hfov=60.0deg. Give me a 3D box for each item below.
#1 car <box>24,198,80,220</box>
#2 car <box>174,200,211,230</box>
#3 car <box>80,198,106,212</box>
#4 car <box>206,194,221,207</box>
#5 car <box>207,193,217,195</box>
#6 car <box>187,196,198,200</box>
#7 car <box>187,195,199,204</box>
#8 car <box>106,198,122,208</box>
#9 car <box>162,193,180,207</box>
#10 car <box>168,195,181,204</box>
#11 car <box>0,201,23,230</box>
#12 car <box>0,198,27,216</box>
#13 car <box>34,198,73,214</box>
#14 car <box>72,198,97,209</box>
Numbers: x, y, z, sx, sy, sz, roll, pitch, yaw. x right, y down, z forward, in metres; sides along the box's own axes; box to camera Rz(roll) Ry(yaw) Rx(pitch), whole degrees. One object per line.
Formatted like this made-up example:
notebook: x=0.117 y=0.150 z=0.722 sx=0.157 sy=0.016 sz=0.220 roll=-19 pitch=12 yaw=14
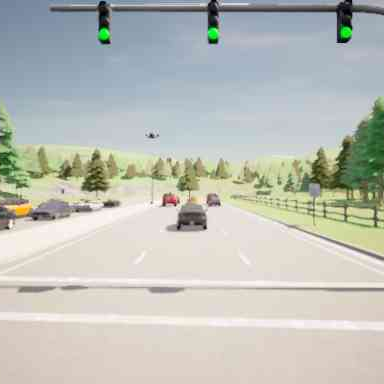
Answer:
car: x=-11.597 y=1.521 z=28.038 sx=2.033 sy=1.411 sz=5.357 roll=0 pitch=0 yaw=0
car: x=0.000 y=1.484 z=21.106 sx=1.837 sy=1.490 sz=4.892 roll=0 pitch=0 yaw=0
car: x=-11.576 y=1.566 z=37.622 sx=1.895 sy=1.301 sz=4.718 roll=0 pitch=0 yaw=1
car: x=3.538 y=1.500 z=51.709 sx=2.033 sy=1.411 sz=5.357 roll=0 pitch=0 yaw=1
car: x=3.760 y=1.163 z=62.334 sx=2.150 sy=2.045 sz=5.566 roll=0 pitch=0 yaw=2
car: x=0.042 y=1.430 z=52.126 sx=1.882 sy=1.535 sz=5.008 roll=0 pitch=0 yaw=1
car: x=0.260 y=1.434 z=62.396 sx=2.128 sy=1.511 sz=4.902 roll=0 pitch=0 yaw=2
car: x=-11.495 y=1.557 z=47.815 sx=1.895 sy=1.301 sz=4.718 roll=0 pitch=0 yaw=0
car: x=-3.462 y=1.174 z=51.743 sx=2.150 sy=2.045 sz=5.566 roll=0 pitch=0 yaw=1
car: x=-3.238 y=1.420 z=62.488 sx=1.882 sy=1.535 sz=5.008 roll=0 pitch=0 yaw=2
car: x=-11.599 y=1.488 z=18.300 sx=1.837 sy=1.490 sz=4.892 roll=0 pitch=0 yaw=0
car: x=-15.093 y=1.326 z=27.638 sx=2.097 sy=1.767 sz=4.553 roll=0 pitch=0 yaw=0
car: x=-15.071 y=1.458 z=36.517 sx=2.128 sy=1.511 sz=4.902 roll=0 pitch=0 yaw=0
car: x=-14.996 y=1.558 z=46.659 sx=1.895 sy=1.301 sz=4.718 roll=0 pitch=0 yaw=0
